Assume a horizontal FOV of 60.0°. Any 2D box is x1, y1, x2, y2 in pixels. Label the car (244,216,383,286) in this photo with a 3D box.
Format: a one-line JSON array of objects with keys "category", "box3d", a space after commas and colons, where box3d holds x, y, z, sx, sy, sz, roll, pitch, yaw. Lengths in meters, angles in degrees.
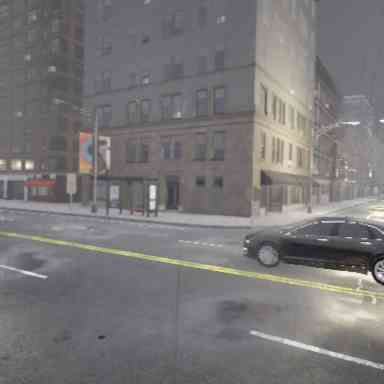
[{"category": "car", "box3d": [3.845, 1.430, 9.206, 4.892, 1.490, 1.837, 2, 1, 32]}]
